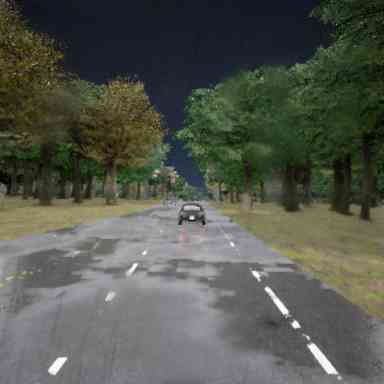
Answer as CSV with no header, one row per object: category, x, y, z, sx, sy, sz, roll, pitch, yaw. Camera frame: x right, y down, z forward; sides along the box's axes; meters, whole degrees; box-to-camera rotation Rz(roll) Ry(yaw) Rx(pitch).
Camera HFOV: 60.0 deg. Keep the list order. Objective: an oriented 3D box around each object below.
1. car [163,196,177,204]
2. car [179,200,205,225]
car,-3.376,1.443,51.602,1.837,1.490,4.892,0,0,0
car,0.004,1.565,24.560,1.812,1.442,4.674,0,0,0
